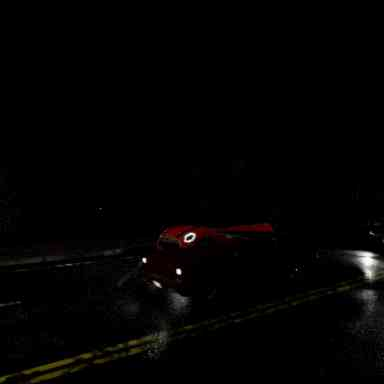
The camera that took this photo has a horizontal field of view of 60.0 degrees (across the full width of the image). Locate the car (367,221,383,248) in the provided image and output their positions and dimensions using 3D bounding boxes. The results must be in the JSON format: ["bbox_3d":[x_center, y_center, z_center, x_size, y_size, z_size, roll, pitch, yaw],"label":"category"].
[{"bbox_3d":[9.586,1.715,14.722,4.674,1.442,1.812,1,-1,-38],"label":"car"}]

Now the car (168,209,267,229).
[{"bbox_3d":[0.972,1.482,12.441,4.553,1.767,2.097,1,-1,-36],"label":"car"}]

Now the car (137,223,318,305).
[{"bbox_3d":[1.047,1.692,8.469,4.718,1.301,1.895,1,-1,-36],"label":"car"}]
